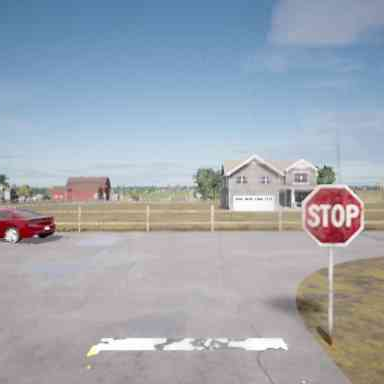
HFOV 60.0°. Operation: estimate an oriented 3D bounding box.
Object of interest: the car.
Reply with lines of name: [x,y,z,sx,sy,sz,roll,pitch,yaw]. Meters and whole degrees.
car: [-9.035,1.522,15.923,5.008,1.535,1.882,0,0,16]
